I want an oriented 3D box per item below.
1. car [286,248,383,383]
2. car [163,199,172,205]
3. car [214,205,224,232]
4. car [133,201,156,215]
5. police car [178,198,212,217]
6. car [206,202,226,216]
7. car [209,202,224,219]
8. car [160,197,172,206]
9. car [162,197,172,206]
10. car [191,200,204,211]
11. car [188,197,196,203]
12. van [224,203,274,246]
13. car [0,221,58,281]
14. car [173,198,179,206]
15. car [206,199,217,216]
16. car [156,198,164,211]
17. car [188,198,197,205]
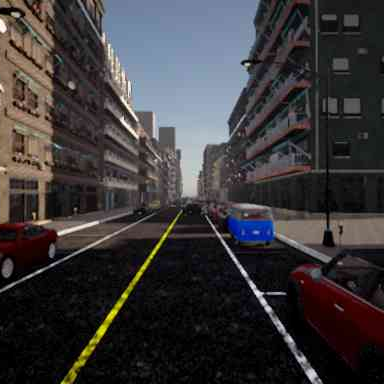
[{"bbox_3d":[2.693,1.485,4.590,1.967,1.590,4.097,0,-1,0],"label":"car"},{"bbox_3d":[-5.668,2.303,77.866,1.802,1.307,4.206,0,-1,0],"label":"car"},{"bbox_3d":[2.697,1.771,21.497,1.947,1.339,4.313,0,-1,0],"label":"car"},{"bbox_3d":[-5.678,1.929,38.411,1.947,1.339,4.313,0,-1,0],"label":"car"},{"bbox_3d":[0.398,1.756,35.242,1.930,1.638,5.238,-1,-1,13],"label":"police car"},{"bbox_3d":[2.703,1.914,38.406,2.008,1.369,4.403,0,-1,0],"label":"car"},{"bbox_3d":[2.699,1.803,27.134,1.887,1.381,4.507,0,-1,0],"label":"car"},{"bbox_3d":[-5.668,1.985,72.232,2.192,1.841,5.009,0,-1,0],"label":"car"},{"bbox_3d":[-5.670,2.060,66.595,1.967,1.590,4.097,0,-1,0],"label":"car"},{"bbox_3d":[0.838,2.004,50.896,1.812,1.442,4.674,0,-1,0],"label":"car"},{"bbox_3d":[0.024,2.147,86.282,1.882,1.535,5.008,0,-1,0],"label":"car"},{"bbox_3d":[2.697,1.493,15.863,1.690,1.788,3.998,0,-1,0],"label":"van"},{"bbox_3d":[-5.686,1.643,10.231,1.887,1.381,4.507,0,-1,0],"label":"car"},{"bbox_3d":[-2.981,2.157,71.014,1.837,1.490,4.892,0,-1,0],"label":"car"},{"bbox_3d":[2.701,1.751,32.771,1.967,1.590,4.097,0,-1,0],"label":"car"},{"bbox_3d":[-5.675,1.990,49.514,1.752,1.417,4.829,0,-1,0],"label":"car"},{"bbox_3d":[0.020,2.012,71.283,1.882,1.535,5.008,0,-1,0],"label":"car"}]
